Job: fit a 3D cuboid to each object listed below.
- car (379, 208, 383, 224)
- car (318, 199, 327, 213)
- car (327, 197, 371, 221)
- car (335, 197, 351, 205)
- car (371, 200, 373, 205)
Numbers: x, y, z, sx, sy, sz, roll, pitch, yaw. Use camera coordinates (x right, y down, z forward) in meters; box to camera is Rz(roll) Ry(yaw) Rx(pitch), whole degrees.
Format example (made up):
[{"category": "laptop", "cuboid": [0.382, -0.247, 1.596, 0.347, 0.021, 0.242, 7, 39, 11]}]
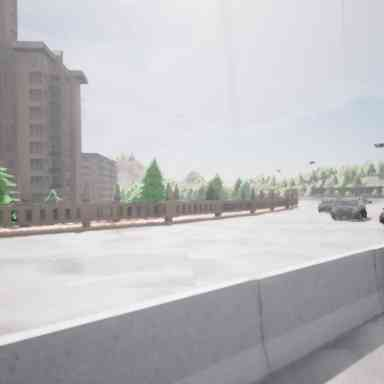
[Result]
[{"category": "car", "cuboid": [14.932, 1.567, 24.081, 1.994, 1.385, 4.181, 0, 0, 37]}, {"category": "car", "cuboid": [15.378, 1.584, 37.286, 1.837, 1.490, 4.892, 0, 0, 30]}, {"category": "car", "cuboid": [12.945, 1.382, 27.287, 2.097, 1.767, 4.553, -1, 0, 36]}, {"category": "car", "cuboid": [29.180, 1.682, 64.420, 1.994, 1.385, 4.181, -1, 0, 10]}, {"category": "car", "cuboid": [32.392, 1.721, 62.540, 1.895, 1.301, 4.718, -1, 0, 13]}]
